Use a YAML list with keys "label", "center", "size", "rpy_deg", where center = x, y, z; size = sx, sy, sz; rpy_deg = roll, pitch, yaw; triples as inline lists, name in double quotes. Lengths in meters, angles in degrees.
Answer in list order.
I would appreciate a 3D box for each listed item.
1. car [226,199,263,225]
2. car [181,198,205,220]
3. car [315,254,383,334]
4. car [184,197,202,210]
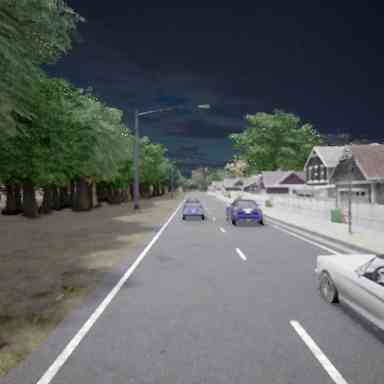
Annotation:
- label: "car"
  center: [3.613, 1.280, 23.555]
  size: [2.097, 1.767, 4.553]
  rpy_deg: [0, 0, 0]
- label: "car"
  center: [0.113, 1.454, 27.466]
  size: [2.033, 1.411, 5.357]
  rpy_deg: [0, 0, 0]
- label: "car"
  center: [3.603, 1.593, 5.155]
  size: [1.895, 1.301, 4.718]
  rpy_deg: [0, 0, 0]
- label: "car"
  center: [0.104, 1.383, 40.234]
  size: [1.994, 1.385, 4.181]
  rpy_deg: [0, 1, 0]
